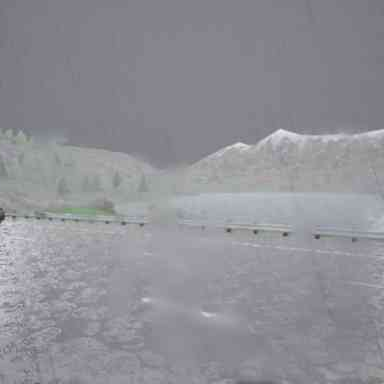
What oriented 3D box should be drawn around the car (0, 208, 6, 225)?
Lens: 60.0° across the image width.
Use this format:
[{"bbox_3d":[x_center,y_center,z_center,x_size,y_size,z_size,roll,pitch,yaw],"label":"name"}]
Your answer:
[{"bbox_3d":[-13.715,1.352,20.619,4.902,1.511,2.128,0,1,27],"label":"car"}]
